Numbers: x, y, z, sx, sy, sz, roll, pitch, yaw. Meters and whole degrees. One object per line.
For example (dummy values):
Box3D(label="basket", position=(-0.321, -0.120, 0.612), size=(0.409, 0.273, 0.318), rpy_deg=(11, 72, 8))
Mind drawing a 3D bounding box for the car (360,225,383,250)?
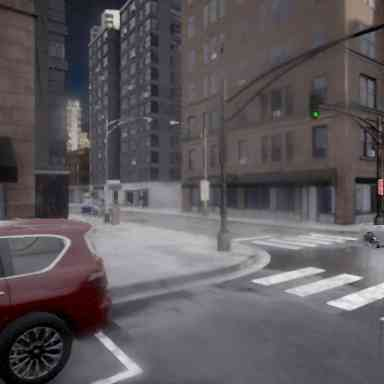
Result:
Box3D(label="car", position=(7.865, 1.543, 11.288), size=(1.895, 1.301, 4.718), rpy_deg=(0, 0, -5))

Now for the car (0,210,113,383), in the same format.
Box3D(label="car", position=(-3.409, 1.319, 3.773), size=(5.009, 1.841, 2.192), rpy_deg=(0, 0, -35))

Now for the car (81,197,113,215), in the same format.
Box3D(label="car", position=(-9.462, 1.425, 33.219), size=(2.097, 1.767, 4.553), rpy_deg=(0, 0, -35))
